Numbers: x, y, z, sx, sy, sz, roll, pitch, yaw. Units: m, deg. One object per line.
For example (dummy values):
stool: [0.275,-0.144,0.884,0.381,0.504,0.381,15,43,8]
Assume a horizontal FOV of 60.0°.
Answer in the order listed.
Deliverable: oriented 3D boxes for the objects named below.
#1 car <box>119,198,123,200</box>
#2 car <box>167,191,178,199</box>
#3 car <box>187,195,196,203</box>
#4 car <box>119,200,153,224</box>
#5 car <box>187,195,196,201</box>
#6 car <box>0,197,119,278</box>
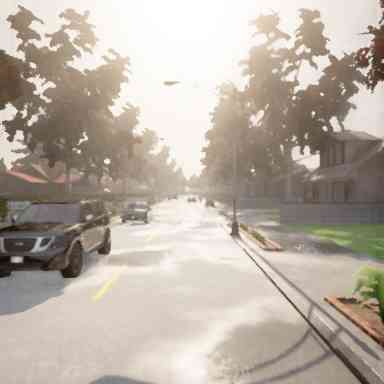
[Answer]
car: [-16.700,1.368,67.852,5.357,1.415,2.033,0,0,0]
car: [-4.064,0.876,70.047,2.150,2.045,5.566,0,0,0]
car: [-0.064,1.576,70.994,1.994,1.385,4.181,0,0,0]
car: [-4.051,1.522,25.253,1.837,1.490,4.892,0,-1,1]
car: [-0.073,1.423,81.030,1.994,1.385,4.181,0,0,0]
car: [-4.106,1.229,10.553,2.150,2.045,5.566,0,0,0]
